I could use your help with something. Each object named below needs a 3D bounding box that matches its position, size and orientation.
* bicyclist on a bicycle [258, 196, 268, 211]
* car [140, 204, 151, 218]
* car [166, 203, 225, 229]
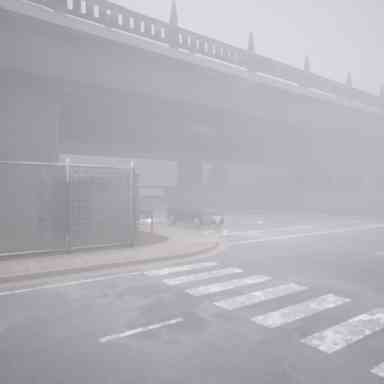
[{"bbox_3d":[7.735,1.285,36.270,1.656,1.620,0.582,0,0,-36],"label":"bicyclist on a bicycle"},{"bbox_3d":[-5.597,1.540,29.985,2.033,1.411,5.357,0,0,-36],"label":"car"},{"bbox_3d":[0.123,1.484,22.089,2.128,1.511,4.902,0,0,-36],"label":"car"}]
